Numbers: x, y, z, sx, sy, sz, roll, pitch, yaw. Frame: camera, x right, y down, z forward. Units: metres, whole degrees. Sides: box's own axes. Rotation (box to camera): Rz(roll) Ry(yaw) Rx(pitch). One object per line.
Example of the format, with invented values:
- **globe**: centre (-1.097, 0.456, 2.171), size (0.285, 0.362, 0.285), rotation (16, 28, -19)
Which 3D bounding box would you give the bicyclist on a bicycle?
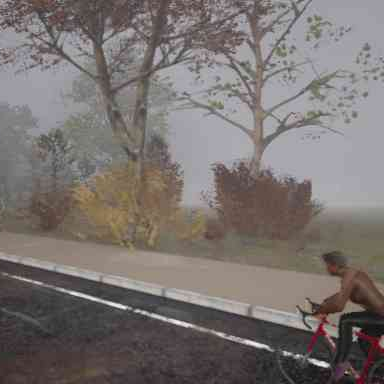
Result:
- **bicyclist on a bicycle**: centre (1.648, 1.451, 3.458), size (1.656, 1.620, 0.582), rotation (0, 0, 35)
